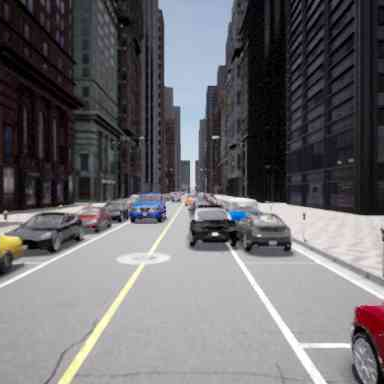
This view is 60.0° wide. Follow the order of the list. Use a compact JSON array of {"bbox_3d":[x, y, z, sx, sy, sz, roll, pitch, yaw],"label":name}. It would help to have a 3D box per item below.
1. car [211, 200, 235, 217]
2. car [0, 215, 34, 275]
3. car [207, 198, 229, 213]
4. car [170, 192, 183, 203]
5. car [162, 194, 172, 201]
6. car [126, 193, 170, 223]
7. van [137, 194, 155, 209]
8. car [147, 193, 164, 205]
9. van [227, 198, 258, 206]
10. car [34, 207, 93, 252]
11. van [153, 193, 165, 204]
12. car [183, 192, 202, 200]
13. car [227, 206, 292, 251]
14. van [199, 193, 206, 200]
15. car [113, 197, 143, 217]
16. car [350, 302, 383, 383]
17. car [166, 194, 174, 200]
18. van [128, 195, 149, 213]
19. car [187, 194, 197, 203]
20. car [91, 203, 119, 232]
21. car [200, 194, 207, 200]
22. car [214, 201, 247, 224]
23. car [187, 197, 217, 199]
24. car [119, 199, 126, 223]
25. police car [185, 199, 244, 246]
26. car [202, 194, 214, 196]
[{"bbox_3d":[2.771,1.459,30.460,1.802,1.307,4.206,0,0,0],"label":"car"},{"bbox_3d":[-5.761,1.492,7.730,1.752,1.417,4.829,0,0,0],"label":"car"},{"bbox_3d":[2.773,1.408,36.096,2.008,1.369,4.403,0,0,0],"label":"car"},{"bbox_3d":[-3.005,1.260,64.038,2.128,1.511,4.902,0,0,1],"label":"car"},{"bbox_3d":[-5.740,1.279,75.539,1.887,1.381,4.507,0,0,0],"label":"car"},{"bbox_3d":[-3.090,1.123,24.567,2.150,2.045,5.566,0,0,0],"label":"car"},{"bbox_3d":[-5.751,1.180,41.719,1.690,1.788,3.998,0,0,0],"label":"van"},{"bbox_3d":[-5.748,1.116,52.991,2.192,1.841,5.009,0,0,0],"label":"car"},{"bbox_3d":[2.767,1.261,19.186,1.690,1.788,3.998,0,0,0],"label":"van"},{"bbox_3d":[-5.759,1.508,13.537,1.947,1.339,4.313,0,0,0],"label":"car"},{"bbox_3d":[-5.746,1.125,58.628,1.690,1.788,3.998,0,0,0],"label":"van"},{"bbox_3d":[0.020,1.158,51.256,2.097,1.767,4.553,0,0,0],"label":"car"},{"bbox_3d":[2.766,1.493,13.551,2.008,1.369,4.403,0,0,0],"label":"car"},{"bbox_3d":[2.788,1.046,86.821,1.690,1.788,3.998,0,0,0],"label":"van"},{"bbox_3d":[-5.754,1.318,30.447,1.967,1.590,4.097,0,0,0],"label":"car"},{"bbox_3d":[2.762,1.534,2.279,1.887,1.381,4.507,0,0,0],"label":"car"},{"bbox_3d":[-5.737,1.271,86.812,1.947,1.339,4.313,0,0,0],"label":"car"},{"bbox_3d":[-5.753,1.199,36.083,1.690,1.788,3.998,0,0,0],"label":"van"},{"bbox_3d":[0.022,1.261,66.009,1.837,1.490,4.892,0,0,0],"label":"car"},{"bbox_3d":[-5.757,1.502,19.174,1.802,1.307,4.206,0,0,0],"label":"car"},{"bbox_3d":[2.786,1.244,81.356,1.752,1.417,4.829,0,0,0],"label":"car"},{"bbox_3d":[2.769,1.449,24.824,2.008,1.369,4.403,0,0,0],"label":"car"},{"bbox_3d":[0.795,1.376,24.914,1.882,1.535,5.008,0,0,-2],"label":"car"},{"bbox_3d":[-5.756,1.464,24.810,1.947,1.339,4.313,0,0,0],"label":"car"},{"bbox_3d":[0.781,1.362,15.020,1.930,1.638,5.238,0,0,-2],"label":"police car"},{"bbox_3d":[2.776,1.364,47.368,1.887,1.381,4.507,0,0,0],"label":"car"}]
